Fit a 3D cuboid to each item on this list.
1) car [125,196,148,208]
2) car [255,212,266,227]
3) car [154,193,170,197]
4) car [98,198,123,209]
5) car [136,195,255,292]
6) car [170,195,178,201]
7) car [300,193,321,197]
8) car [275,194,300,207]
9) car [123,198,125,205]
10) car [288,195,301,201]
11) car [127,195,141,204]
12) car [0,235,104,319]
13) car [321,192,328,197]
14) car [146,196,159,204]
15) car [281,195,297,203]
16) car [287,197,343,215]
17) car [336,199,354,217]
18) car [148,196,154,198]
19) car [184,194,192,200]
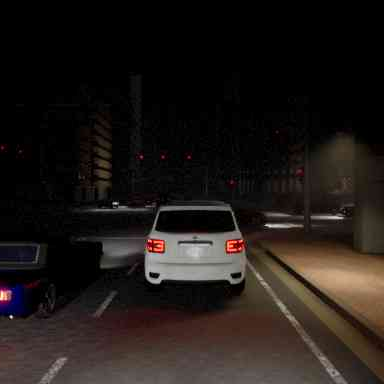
[{"bbox_3d":[-7.906,1.478,47.761,1.882,1.535,5.008,0,0,0],"label":"car"},{"bbox_3d":[2.786,1.564,22.190,4.181,1.385,1.994,0,0,0],"label":"car"},{"bbox_3d":[-4.216,1.221,51.483,2.150,2.045,5.566,0,0,0],"label":"car"},{"bbox_3d":[-11.401,1.547,45.662,2.033,1.411,5.357,0,0,0],"label":"car"},{"bbox_3d":[0.094,1.221,9.055,2.150,2.045,5.566,0,0,1],"label":"car"},{"bbox_3d":[-4.472,1.500,84.127,1.837,1.490,4.892,0,0,0],"label":"car"},{"bbox_3d":[16.136,1.156,47.027,1.905,1.878,3.866,0,0,0],"label":"car"},{"bbox_3d":[13.242,1.153,47.078,1.932,1.855,4.605,0,0,0],"label":"car"},{"bbox_3d":[-11.432,1.601,55.254,1.895,1.301,4.718,0,0,0],"label":"car"},{"bbox_3d":[24.580,1.395,79.603,1.970,1.475,3.806,0,0,0],"label":"car"},{"bbox_3d":[-11.420,1.478,65.740,1.882,1.535,5.008,0,0,0],"label":"car"},{"bbox_3d":[-3.419,1.601,7.304,1.895,1.301,4.718,0,0,1],"label":"car"},{"bbox_3d":[30.159,1.153,79.658,1.932,1.855,4.605,0,0,0],"label":"car"},{"bbox_3d":[-7.911,1.547,67.642,2.033,1.411,5.357,0,0,0],"label":"car"},{"bbox_3d":[18.826,1.395,64.496,1.970,1.475,3.806,0,0,0],"label":"car"},{"bbox_3d":[12.298,1.505,32.849,4.892,1.490,1.837,0,0,0],"label":"car"},{"bbox_3d":[15.453,1.564,29.314,4.181,1.385,1.994,0,0,1],"label":"car"},{"bbox_3d":[-7.935,1.505,57.032,1.837,1.490,4.892,0,0,0],"label":"car"},{"bbox_3d":[-0.979,1.304,85.781,1.882,1.535,5.008,0,0,0],"label":"car"}]
